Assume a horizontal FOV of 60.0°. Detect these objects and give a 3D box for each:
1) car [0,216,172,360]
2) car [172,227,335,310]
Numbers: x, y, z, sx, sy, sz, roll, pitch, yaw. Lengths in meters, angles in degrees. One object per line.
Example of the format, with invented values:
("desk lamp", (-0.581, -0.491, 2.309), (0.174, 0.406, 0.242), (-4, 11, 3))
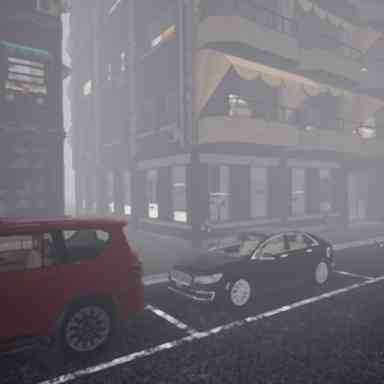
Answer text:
("car", (-3.026, 1.315, 4.405), (5.009, 1.841, 2.192), (0, -1, -35))
("car", (1.529, 1.531, 7.669), (4.403, 1.369, 2.008), (0, -1, -35))
